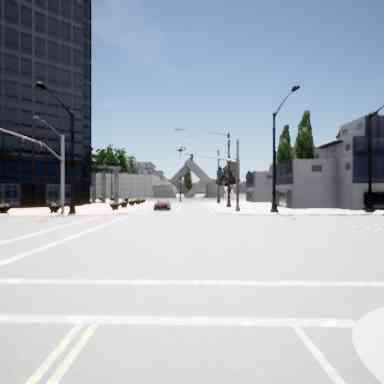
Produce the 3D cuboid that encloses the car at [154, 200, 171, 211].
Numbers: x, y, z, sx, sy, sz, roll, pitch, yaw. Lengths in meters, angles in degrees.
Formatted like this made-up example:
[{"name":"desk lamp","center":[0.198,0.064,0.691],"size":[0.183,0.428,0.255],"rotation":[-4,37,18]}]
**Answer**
[{"name":"car","center":[-3.706,1.655,42.170],"size":[1.895,1.301,4.718],"rotation":[0,0,0]}]
